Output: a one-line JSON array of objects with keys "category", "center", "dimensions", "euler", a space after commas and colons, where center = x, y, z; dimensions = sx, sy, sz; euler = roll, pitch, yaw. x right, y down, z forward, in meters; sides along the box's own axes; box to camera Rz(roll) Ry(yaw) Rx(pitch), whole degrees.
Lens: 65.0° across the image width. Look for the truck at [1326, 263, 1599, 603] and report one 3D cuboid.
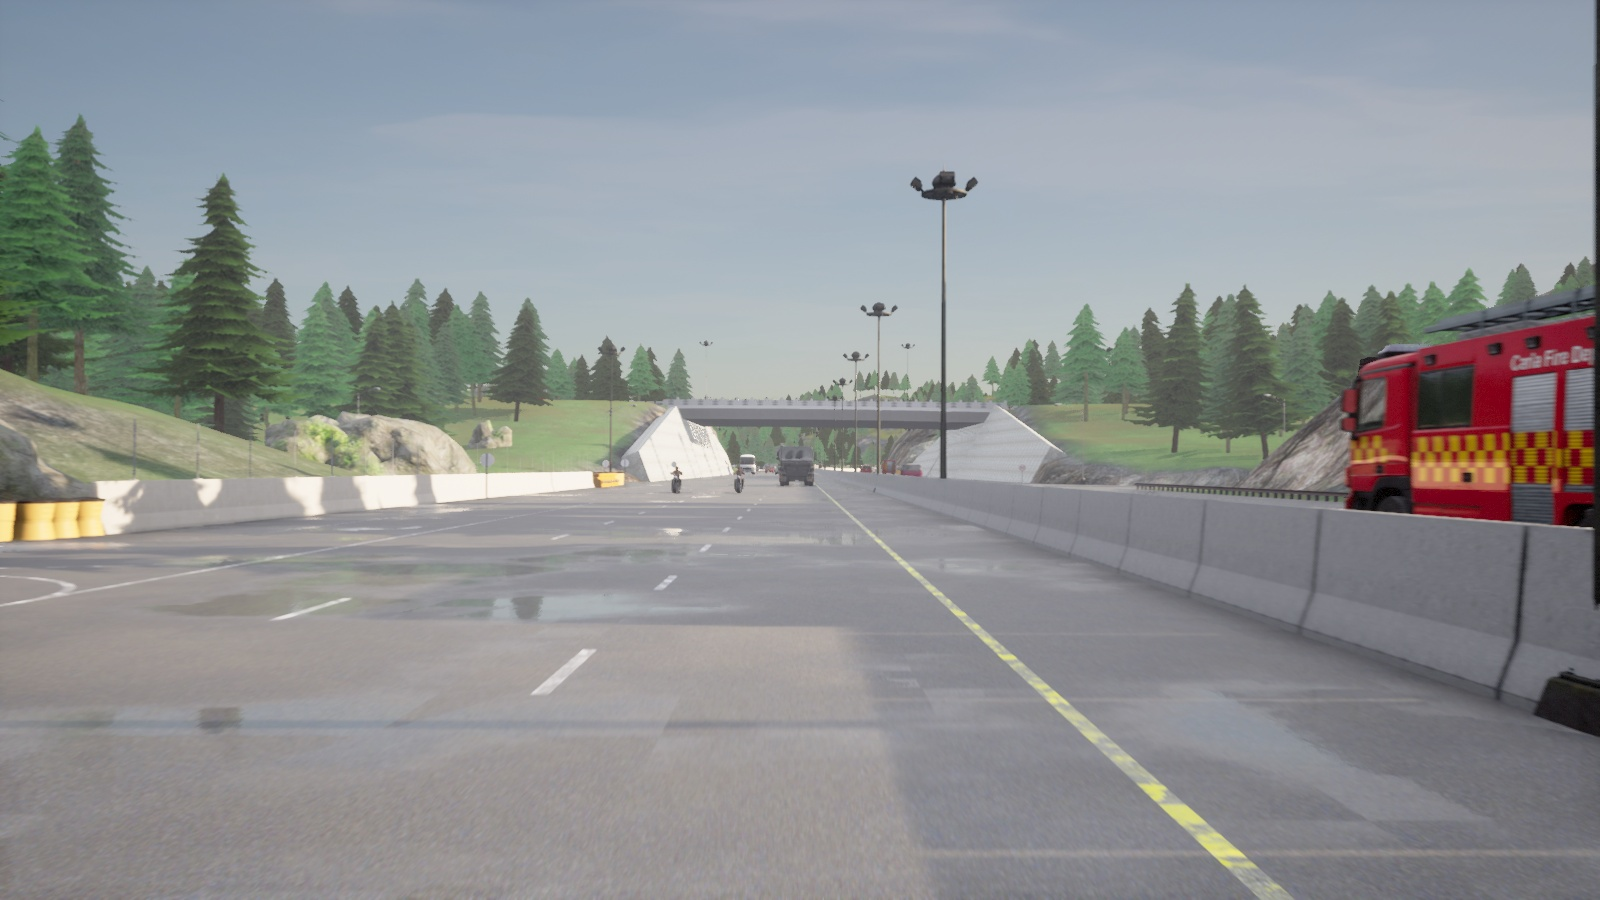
[{"category": "truck", "center": [10.454, -0.155, 17.194], "dimensions": [2.891, 3.827, 8.468], "euler": [0, -1, 0]}]
